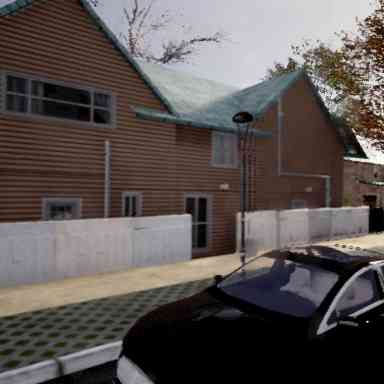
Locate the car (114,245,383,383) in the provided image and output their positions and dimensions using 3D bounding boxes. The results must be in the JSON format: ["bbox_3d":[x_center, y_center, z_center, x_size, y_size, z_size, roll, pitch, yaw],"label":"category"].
[{"bbox_3d":[1.486,1.501,4.132,4.902,1.511,2.128,0,0,-36],"label":"car"}]
